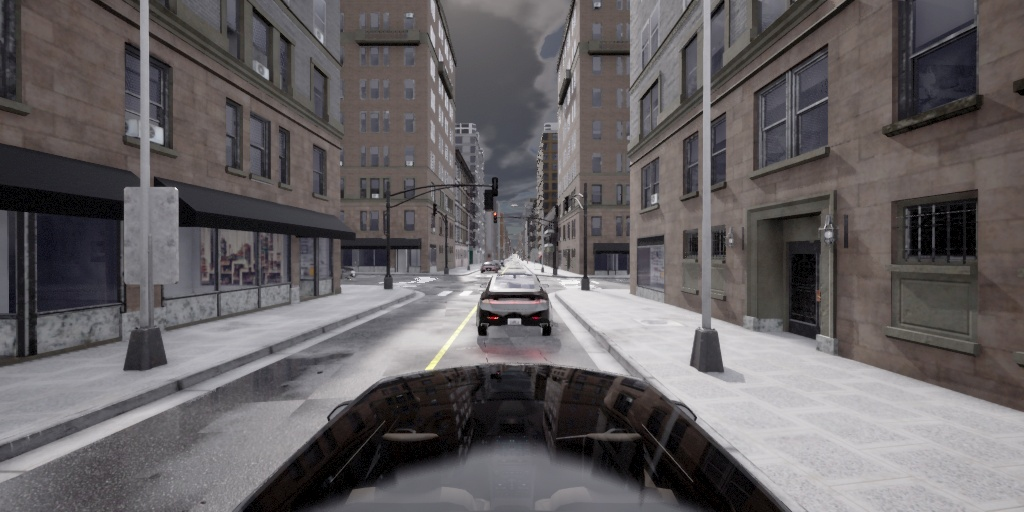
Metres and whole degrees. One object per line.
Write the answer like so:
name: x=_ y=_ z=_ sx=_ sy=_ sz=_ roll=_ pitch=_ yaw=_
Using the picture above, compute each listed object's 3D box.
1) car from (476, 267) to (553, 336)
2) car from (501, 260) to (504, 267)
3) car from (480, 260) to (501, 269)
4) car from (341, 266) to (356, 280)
car: x=0.076 y=1.243 z=10.380 sx=2.128 sy=1.511 sz=4.902 roll=0 pitch=0 yaw=1
car: x=-2.618 y=1.333 z=53.987 sx=1.837 sy=1.490 sz=4.892 roll=0 pitch=0 yaw=0
car: x=-2.713 y=1.372 z=44.035 sx=1.994 sy=1.385 sz=4.181 roll=0 pitch=0 yaw=1
car: x=-14.040 y=1.079 z=26.287 sx=4.902 sy=1.511 sz=2.128 roll=1 pitch=0 yaw=0
